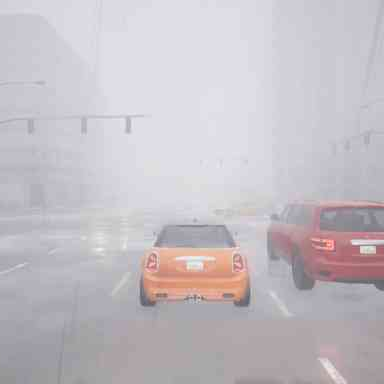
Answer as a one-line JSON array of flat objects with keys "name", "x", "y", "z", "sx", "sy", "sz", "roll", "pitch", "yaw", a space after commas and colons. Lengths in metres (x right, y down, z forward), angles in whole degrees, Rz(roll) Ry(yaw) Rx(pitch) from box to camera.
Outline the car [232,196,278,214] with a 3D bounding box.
[{"name": "car", "x": 6.671, "y": 1.351, "z": 35.483, "sx": 4.553, "sy": 1.767, "sz": 2.097, "roll": 0, "pitch": 0, "yaw": 1}]

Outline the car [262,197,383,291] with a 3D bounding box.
[{"name": "car", "x": 3.554, "y": 1.221, "z": 9.174, "sx": 2.150, "sy": 2.045, "sz": 5.566, "roll": 0, "pitch": 0, "yaw": 3}]

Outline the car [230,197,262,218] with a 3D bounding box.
[{"name": "car", "x": 4.239, "y": 1.477, "z": 29.106, "sx": 5.008, "sy": 1.535, "sz": 1.882, "roll": 0, "pitch": -1, "yaw": -26}]

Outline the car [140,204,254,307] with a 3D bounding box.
[{"name": "car", "x": 0.075, "y": 1.352, "z": 8.154, "sx": 2.097, "sy": 1.767, "sz": 4.553, "roll": 0, "pitch": 0, "yaw": 1}]
